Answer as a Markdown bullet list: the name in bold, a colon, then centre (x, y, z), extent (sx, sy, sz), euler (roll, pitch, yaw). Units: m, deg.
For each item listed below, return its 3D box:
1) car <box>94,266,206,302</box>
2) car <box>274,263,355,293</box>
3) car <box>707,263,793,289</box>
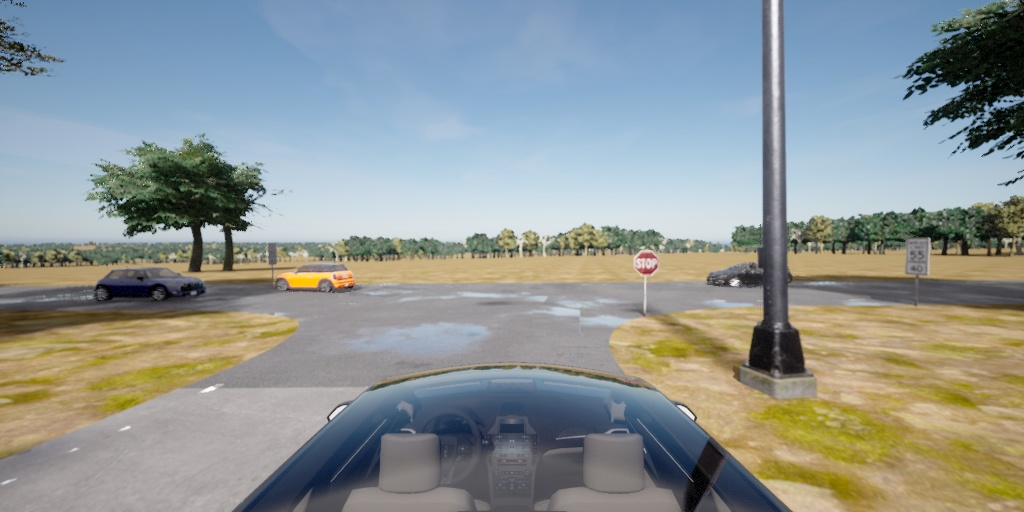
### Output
- **car**: centre (-19.131, 1.401, 19.090), extent (4.553, 1.767, 2.097), euler (0, 2, 2)
- **car**: centre (-12.119, 1.245, 22.004), extent (4.553, 1.767, 2.097), euler (0, 2, 13)
- **car**: centre (15.016, 1.211, 22.751), extent (4.892, 1.490, 1.837), euler (0, 2, -2)
